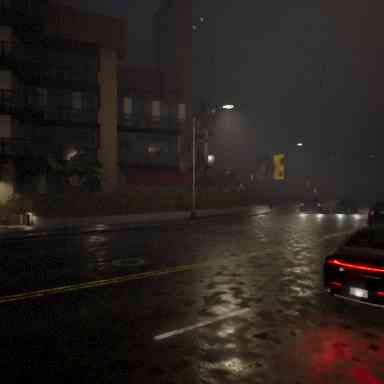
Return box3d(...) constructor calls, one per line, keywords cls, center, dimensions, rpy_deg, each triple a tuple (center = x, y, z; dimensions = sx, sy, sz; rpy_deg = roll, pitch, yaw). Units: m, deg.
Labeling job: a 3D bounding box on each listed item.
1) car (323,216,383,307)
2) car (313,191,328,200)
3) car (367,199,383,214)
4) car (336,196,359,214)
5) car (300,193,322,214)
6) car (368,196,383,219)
box3d(cls="car", center=(4.712, 1.503, 7.440), dimensions=(4.892, 1.490, 1.837), rpy_deg=(0, 0, -42))
box3d(cls="car", center=(34.339, 1.210, 86.109), dimensions=(2.185, 1.767, 4.553), rpy_deg=(0, 0, -24))
box3d(cls="car", center=(20.362, 1.549, 35.764), dimensions=(1.994, 1.385, 4.181), rpy_deg=(0, 0, 18))
box3d(cls="car", center=(16.157, 1.490, 34.725), dimensions=(1.837, 1.490, 4.892), rpy_deg=(1, 0, 20))
box3d(cls="car", center=(12.752, 1.332, 35.633), dimensions=(2.097, 1.767, 4.553), rpy_deg=(0, 0, 21))
box3d(cls="car", center=(12.781, 1.342, 21.407), dimensions=(2.097, 1.767, 4.553), rpy_deg=(0, 0, 36))
